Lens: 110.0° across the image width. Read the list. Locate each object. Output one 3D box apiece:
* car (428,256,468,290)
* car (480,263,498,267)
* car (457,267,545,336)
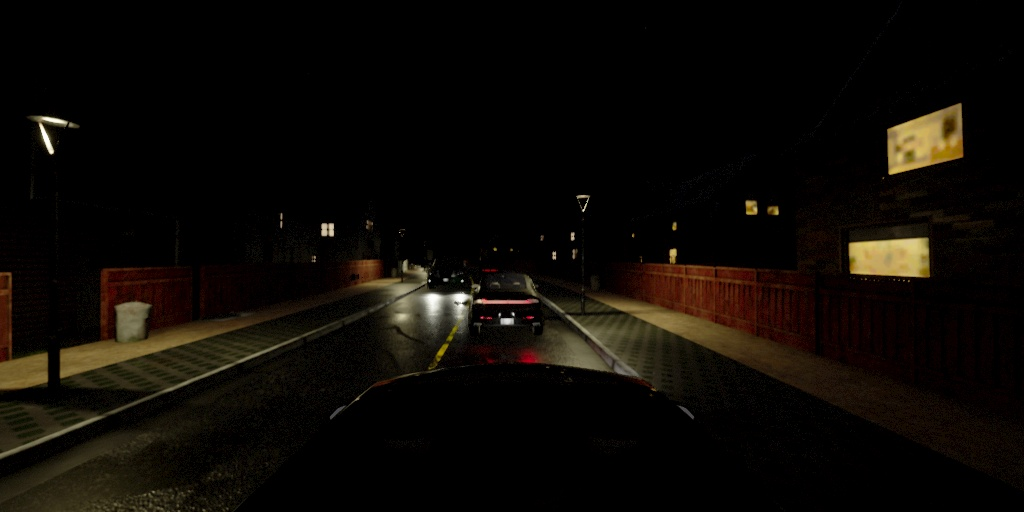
[{"bbox_3d":[-4.043,0.995,23.056,2.150,2.045,5.566,0,0,-6],"label":"car"},{"bbox_3d":[-1.997,1.315,30.595,1.837,1.490,4.892,0,0,-7],"label":"car"},{"bbox_3d":[-0.187,1.245,10.415,2.128,1.511,4.902,0,0,-2],"label":"car"}]
